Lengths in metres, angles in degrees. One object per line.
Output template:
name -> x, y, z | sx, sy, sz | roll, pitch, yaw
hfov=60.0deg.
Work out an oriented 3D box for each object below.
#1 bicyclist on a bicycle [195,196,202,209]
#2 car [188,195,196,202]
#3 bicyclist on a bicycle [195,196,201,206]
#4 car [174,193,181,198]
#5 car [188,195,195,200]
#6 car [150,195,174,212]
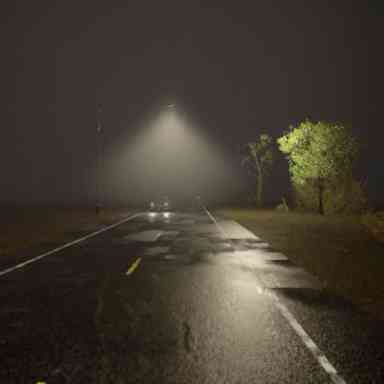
bicyclist on a bicycle -> 0.958, 1.348, 43.453 | 0.659, 1.776, 1.843 | 0, 0, 0
car -> -0.007, 1.501, 76.278 | 1.994, 1.385, 4.181 | 0, 0, 0
bicyclist on a bicycle -> 0.956, 1.406, 53.101 | 0.866, 1.612, 1.509 | 0, -1, 0
car -> -3.507, 1.086, 78.760 | 1.812, 1.442, 4.674 | 0, 0, 0
car -> -0.009, 1.384, 92.207 | 1.895, 1.301, 4.718 | 0, 0, 0
car -> -3.595, 1.333, 38.311 | 2.097, 1.767, 4.553 | 0, 0, 0
